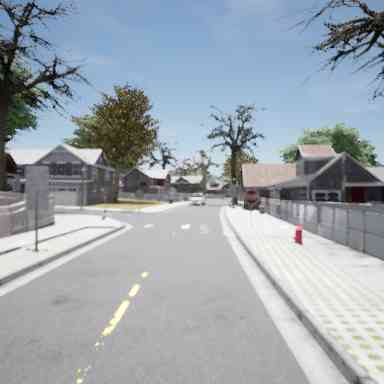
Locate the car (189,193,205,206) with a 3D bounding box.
[{"bbox_3d":[0.850,1.236,54.109,2.150,2.045,5.566,0,2,8],"label":"car"}]
